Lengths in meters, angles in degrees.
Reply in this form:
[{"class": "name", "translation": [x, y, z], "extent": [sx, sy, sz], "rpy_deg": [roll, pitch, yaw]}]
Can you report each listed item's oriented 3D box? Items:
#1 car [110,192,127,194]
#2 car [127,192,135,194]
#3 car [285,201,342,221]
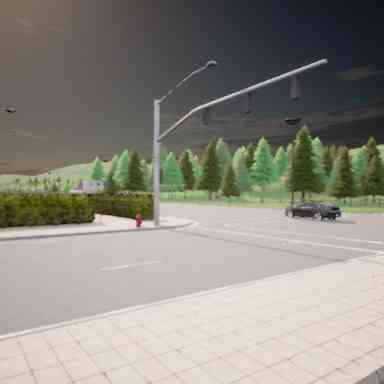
[{"class": "car", "translation": [-15.127, 1.261, 64.420], "extent": [2.150, 2.045, 5.566], "rpy_deg": [0, 0, -35]}, {"class": "car", "translation": [-14.805, 1.108, 76.286], "extent": [2.150, 2.045, 5.566], "rpy_deg": [0, 0, -35]}, {"class": "car", "translation": [9.934, 1.544, 27.695], "extent": [1.837, 1.490, 4.892], "rpy_deg": [1, 0, -31]}]
